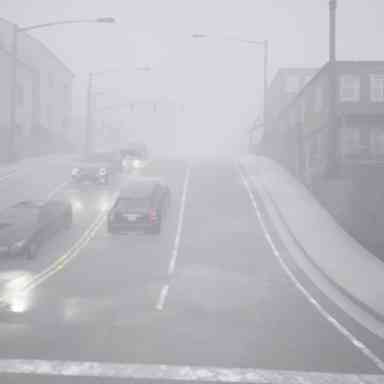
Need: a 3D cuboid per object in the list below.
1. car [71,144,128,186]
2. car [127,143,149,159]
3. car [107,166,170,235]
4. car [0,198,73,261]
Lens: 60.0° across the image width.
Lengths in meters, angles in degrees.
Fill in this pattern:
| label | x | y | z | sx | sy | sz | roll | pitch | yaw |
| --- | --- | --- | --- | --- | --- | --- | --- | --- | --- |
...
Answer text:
| label | x | y | z | sx | sy | sz | roll | pitch | yaw |
| --- | --- | --- | --- | --- | --- | --- | --- | --- | --- |
| car | -5.646 | -1.682 | 20.194 | 2.097 | 1.767 | 4.553 | 1 | 17 | 2 |
| car | -5.225 | -3.822 | 30.503 | 2.033 | 1.411 | 5.357 | 1 | 8 | 3 |
| car | -2.176 | 0.300 | 14.448 | 2.097 | 1.767 | 4.553 | 1 | 20 | 2 |
| car | -5.919 | 1.110 | 12.172 | 1.812 | 1.442 | 4.674 | 1 | 13 | 2 |
